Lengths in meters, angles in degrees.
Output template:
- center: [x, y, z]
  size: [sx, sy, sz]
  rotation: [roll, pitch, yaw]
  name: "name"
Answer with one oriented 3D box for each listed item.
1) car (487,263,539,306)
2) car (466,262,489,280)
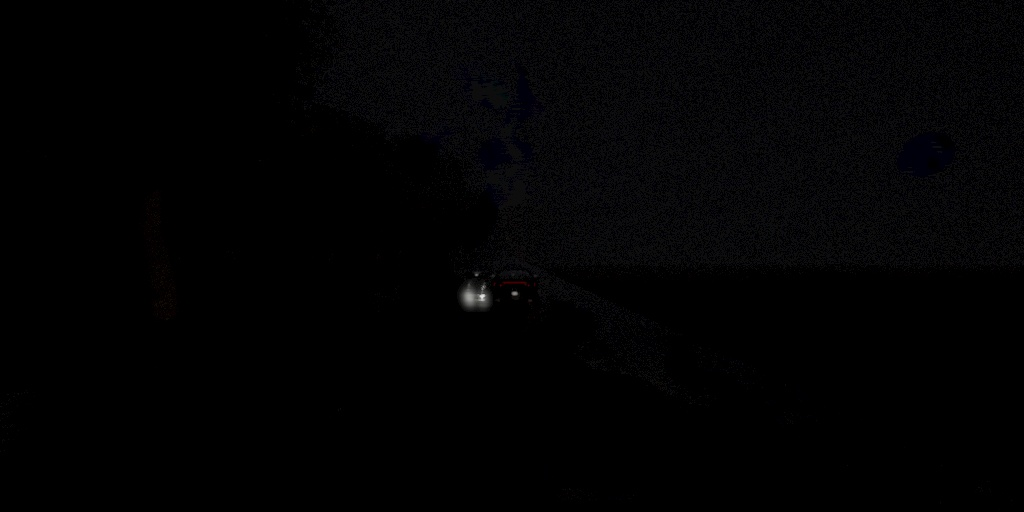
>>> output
- center: [0.101, 1.225, 15.668]
  size: [1.882, 1.535, 5.008]
  rotation: [0, 0, 0]
  name: "car"
- center: [-2.785, 1.237, 30.886]
  size: [2.128, 1.511, 4.902]
  rotation: [0, 0, 0]
  name: "car"
